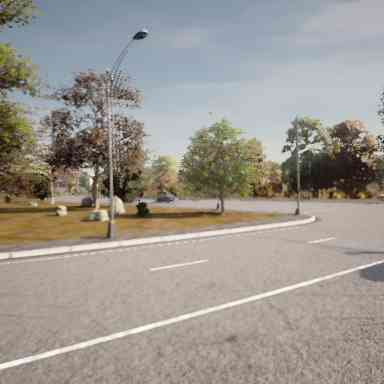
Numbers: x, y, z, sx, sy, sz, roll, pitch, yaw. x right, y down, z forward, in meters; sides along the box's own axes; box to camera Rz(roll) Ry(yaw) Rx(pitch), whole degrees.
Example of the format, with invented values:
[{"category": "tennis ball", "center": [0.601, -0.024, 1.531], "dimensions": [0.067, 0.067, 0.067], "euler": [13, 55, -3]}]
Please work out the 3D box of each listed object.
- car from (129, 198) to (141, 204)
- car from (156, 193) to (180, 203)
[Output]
[{"category": "car", "center": [-10.234, 1.129, 54.233], "dimensions": [2.033, 1.411, 5.357], "euler": [-2, 1, -39]}, {"category": "car", "center": [-3.828, 0.959, 51.831], "dimensions": [1.812, 1.442, 4.674], "euler": [-2, 1, -39]}]
